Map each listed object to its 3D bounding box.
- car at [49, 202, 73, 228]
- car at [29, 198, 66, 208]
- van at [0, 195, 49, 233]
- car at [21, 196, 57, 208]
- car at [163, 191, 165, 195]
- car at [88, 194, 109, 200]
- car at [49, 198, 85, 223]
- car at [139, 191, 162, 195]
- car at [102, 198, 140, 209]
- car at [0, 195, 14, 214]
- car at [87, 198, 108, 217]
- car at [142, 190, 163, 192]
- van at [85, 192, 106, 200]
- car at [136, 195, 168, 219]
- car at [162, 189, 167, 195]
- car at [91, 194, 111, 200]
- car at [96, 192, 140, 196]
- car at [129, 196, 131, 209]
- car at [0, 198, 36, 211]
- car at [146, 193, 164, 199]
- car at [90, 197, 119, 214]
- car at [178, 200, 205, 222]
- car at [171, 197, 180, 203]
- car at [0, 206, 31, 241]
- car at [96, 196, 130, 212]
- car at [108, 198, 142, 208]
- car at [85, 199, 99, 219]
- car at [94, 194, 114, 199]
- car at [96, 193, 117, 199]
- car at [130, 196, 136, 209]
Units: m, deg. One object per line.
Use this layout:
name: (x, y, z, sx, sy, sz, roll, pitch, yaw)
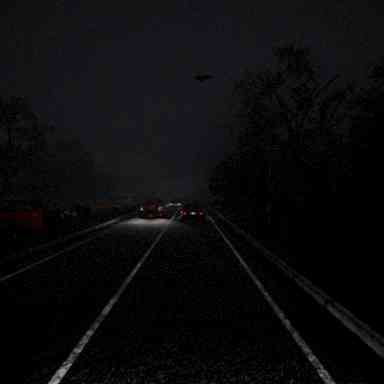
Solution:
car: (-10.279, 1.524, 20.418, 4.792, 1.488, 2.163, 0, 0, 0)
car: (-23.273, 1.712, 53.612, 5.008, 1.535, 2.097, 0, 0, 0)
van: (-10.371, 1.270, 17.642, 4.442, 1.987, 1.878, 0, 0, 0)
car: (-23.314, 1.563, 50.842, 4.553, 1.767, 2.185, 0, 0, 0)
car: (-10.395, 1.155, 89.109, 5.008, 1.535, 2.097, 0, 0, 0)
car: (-23.497, 1.196, 83.381, 4.674, 1.452, 2.002, 0, 0, 0)
car: (-10.277, 1.371, 23.192, 4.553, 1.767, 2.185, 0, 0, 0)
car: (-10.391, 1.185, 80.760, 4.792, 1.488, 2.163, 0, 0, 0)
car: (-10.212, 1.668, 48.168, 5.008, 1.535, 2.097, 0, 0, 0)
car: (-23.332, 1.322, 37.118, 5.566, 2.045, 2.435, 0, 0, 0)
car: (-10.422, 1.510, 28.739, 5.366, 1.575, 1.946, 0, 0, 0)
car: (-10.439, 1.034, 86.330, 4.553, 1.767, 2.185, 0, 0, 0)
van: (-23.374, 0.929, 80.707, 4.442, 1.987, 1.878, 1, 0, 0)
car: (-3.395, 1.381, 29.738, 2.097, 1.767, 4.553, 0, 0, 0)
car: (-10.423, 0.889, 91.901, 5.566, 2.045, 2.435, 0, 0, 0)
car: (-23.490, 1.198, 86.166, 4.674, 1.452, 2.002, 0, 0, 0)
car: (-10.240, 1.393, 45.395, 5.566, 2.045, 2.435, 0, 0, 0)
car: (-10.226, 1.599, 39.840, 4.892, 1.521, 2.231, 0, 0, 0)
car: (-23.110, 1.617, 42.655, 5.366, 1.575, 1.946, 0, 0, 0)
car: (-10.381, 1.118, 94.692, 4.892, 1.521, 2.231, 0, 1, 0)
car: (-10.047, 1.527, 31.391, 5.366, 1.575, 1.946, 0, 0, 0)
car: (0.063, 1.568, 26.116, 2.033, 1.411, 5.357, 0, 0, 0)
car: (-3.542, 1.744, 71.393, 1.895, 1.301, 4.718, 0, 0, 0)
car: (-10.229, 1.526, 14.865, 4.792, 1.488, 2.163, 0, 0, 0)
car: (-10.039, 1.572, 37.064, 5.366, 1.575, 1.946, 0, 0, 0)
car: (-10.173, 1.721, 50.944, 4.792, 1.488, 2.163, 0, 0, 0)
car: (-10.235, 1.503, 25.971, 4.892, 1.521, 2.231, 0, 0, 0)
car: (-23.509, 1.183, 89.078, 4.792, 1.488, 2.163, 0, 0, 0)
car: (-23.660, 1.136, 91.871, 5.366, 1.575, 1.946, 0, 0, 0)
car: (-10.401, 1.618, 42.617, 5.366, 1.575, 1.946, 0, 0, 0)
